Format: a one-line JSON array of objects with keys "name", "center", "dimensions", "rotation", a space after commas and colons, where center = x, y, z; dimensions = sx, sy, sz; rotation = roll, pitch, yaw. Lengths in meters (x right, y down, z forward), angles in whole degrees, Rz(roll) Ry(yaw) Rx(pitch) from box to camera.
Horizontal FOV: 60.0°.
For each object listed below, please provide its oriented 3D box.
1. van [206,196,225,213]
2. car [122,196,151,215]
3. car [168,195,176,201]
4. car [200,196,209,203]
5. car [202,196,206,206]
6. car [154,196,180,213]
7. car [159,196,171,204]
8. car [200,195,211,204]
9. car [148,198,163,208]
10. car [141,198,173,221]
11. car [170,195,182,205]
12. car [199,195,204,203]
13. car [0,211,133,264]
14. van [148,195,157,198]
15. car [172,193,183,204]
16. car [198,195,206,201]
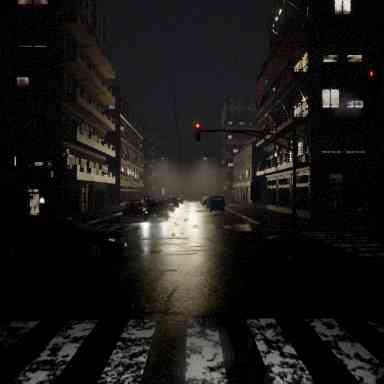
[{"name": "van", "center": [2.733, 1.332, 36.922], "dimensions": [1.690, 1.788, 3.998], "rotation": [0, 0, 0]}, {"name": "car", "center": [-5.411, 1.432, 31.970], "dimensions": [1.967, 1.590, 4.097], "rotation": [0, 0, 0]}, {"name": "car", "center": [-5.225, 1.513, 87.785], "dimensions": [2.008, 1.369, 4.403], "rotation": [0, 0, 0]}, {"name": "car", "center": [2.638, 1.521, 71.032], "dimensions": [1.887, 1.381, 4.507], "rotation": [0, 0, 0]}, {"name": "car", "center": [2.704, 1.533, 43.126], "dimensions": [1.887, 1.381, 4.507], "rotation": [0, 0, 0]}, {"name": "car", "center": [-2.811, 1.538, 37.086], "dimensions": [2.033, 1.411, 5.357], "rotation": [0, 0, 0]}, {"name": "car", "center": [-5.248, 1.525, 65.459], "dimensions": [1.887, 1.381, 4.507], "rotation": [0, 0, 0]}, {"name": "car", "center": [2.632, 1.420, 65.451], "dimensions": [1.967, 1.590, 4.097], "rotation": [0, 0, 0]}, {"name": "car", "center": [-5.313, 1.569, 48.715], "dimensions": [1.802, 1.307, 4.206], "rotation": [0, 0, 0]}, {"name": "car", "center": [-2.809, 1.520, 27.440], "dimensions": [1.812, 1.442, 4.674], "rotation": [0, 0, -1]}, {"name": "car", "center": [-2.791, 1.513, 46.997], "dimensions": [1.812, 1.442, 4.674], "rotation": [0, 0, 0]}, {"name": "car", "center": [2.623, 1.551, 54.288], "dimensions": [1.947, 1.339, 4.313], "rotation": [0, 0, 0]}, {"name": "car", "center": [-4.641, 1.574, 11.525], "dimensions": [4.674, 1.442, 1.812], "rotation": [-1, 0, 0]}, {"name": "van", "center": [-5.365, 1.330, 43.134], "dimensions": [1.690, 1.788, 3.998], "rotation": [0, 0, 0]}, {"name": "car", "center": [-2.729, 1.204, 59.438], "dimensions": [2.150, 2.045, 5.566], "rotation": [0, 0, 0]}, {"name": "car", "center": [2.655, 1.528, 87.777], "dimensions": [1.947, 1.339, 4.313], "rotation": [0, 0, 0]}]
